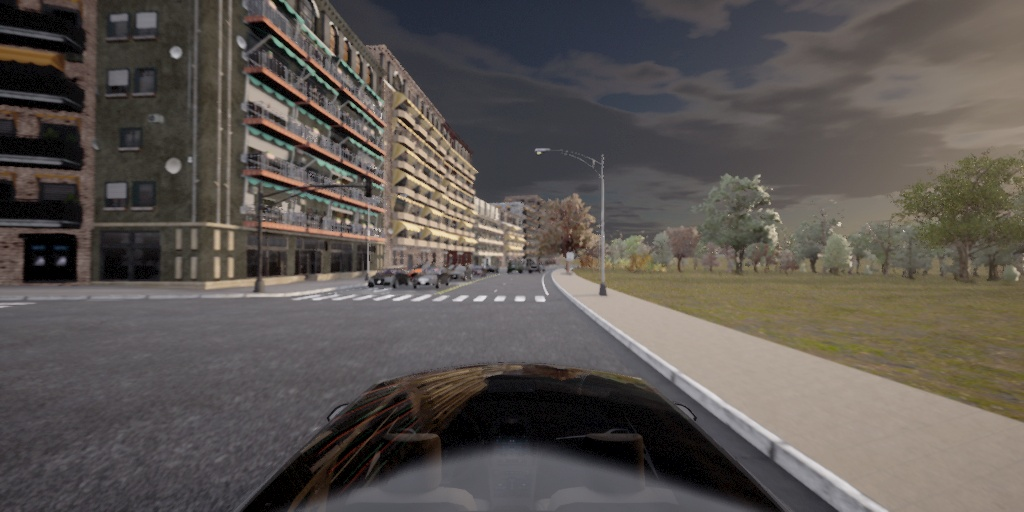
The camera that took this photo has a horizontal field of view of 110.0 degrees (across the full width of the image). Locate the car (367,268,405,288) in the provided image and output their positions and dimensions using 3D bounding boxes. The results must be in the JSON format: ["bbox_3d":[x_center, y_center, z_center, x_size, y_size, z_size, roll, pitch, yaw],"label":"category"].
[{"bbox_3d":[-9.057,1.622,26.750,1.994,1.385,4.181,0,-1,4],"label":"car"}]

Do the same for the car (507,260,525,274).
[{"bbox_3d":[0.554,1.741,57.052,2.150,2.045,5.566,0,-1,7],"label":"car"}]

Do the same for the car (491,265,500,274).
[{"bbox_3d":[-3.154,2.084,55.005,1.895,1.301,4.718,0,-1,8],"label":"car"}]

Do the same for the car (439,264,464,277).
[{"bbox_3d":[-7.570,1.831,45.149,1.837,1.490,4.892,0,-1,6],"label":"car"}]

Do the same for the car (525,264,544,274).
[{"bbox_3d":[3.640,2.026,56.616,1.837,1.490,4.892,0,-1,8],"label":"car"}]

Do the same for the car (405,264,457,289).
[{"bbox_3d":[-5.819,1.551,26.454,2.128,1.511,4.902,0,-1,3],"label":"car"}]

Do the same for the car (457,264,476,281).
[{"bbox_3d":[-5.169,1.698,35.773,1.837,1.490,4.892,0,-1,5],"label":"car"}]

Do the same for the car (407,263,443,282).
[{"bbox_3d":[-8.468,1.532,35.187,2.097,1.767,4.553,0,-1,5],"label":"car"}]

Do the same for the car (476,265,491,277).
[{"bbox_3d":[-4.324,1.892,44.936,1.994,1.385,4.181,0,-1,6],"label":"car"}]
